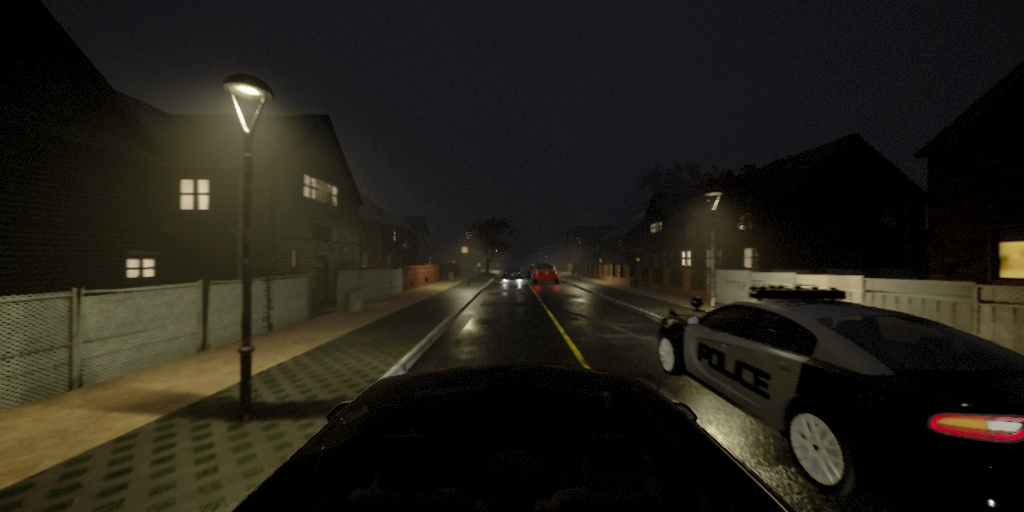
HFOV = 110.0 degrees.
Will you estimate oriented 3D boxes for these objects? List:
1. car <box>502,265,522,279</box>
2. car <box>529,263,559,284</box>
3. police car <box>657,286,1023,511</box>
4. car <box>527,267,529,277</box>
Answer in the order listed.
[{"bbox_3d":[0.020,1.665,37.769,1.812,1.442,4.674,0,-1,0],"label":"car"},{"bbox_3d":[2.833,1.425,31.421,2.097,1.767,4.553,0,-1,0],"label":"car"},{"bbox_3d":[3.570,1.211,4.670,1.930,1.638,5.238,0,0,0],"label":"police car"},{"bbox_3d":[2.791,1.770,42.319,1.994,1.385,4.181,0,-1,0],"label":"car"}]
